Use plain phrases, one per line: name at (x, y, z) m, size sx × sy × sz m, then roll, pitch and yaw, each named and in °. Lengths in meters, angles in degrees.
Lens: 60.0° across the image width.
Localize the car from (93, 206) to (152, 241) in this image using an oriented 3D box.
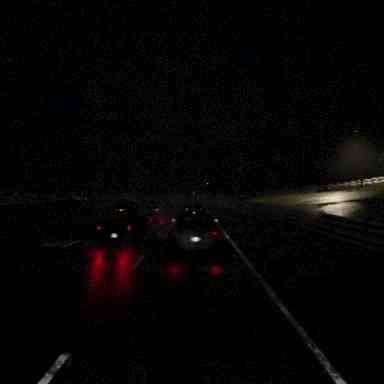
car at (-3.363, 1.593, 16.660) m, size 1.895 × 1.301 × 4.718 m, roll 0°, pitch 0°, yaw 0°

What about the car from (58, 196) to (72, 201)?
car at (-24.292, 1.542, 64.227) m, size 1.994 × 1.385 × 4.181 m, roll 0°, pitch 0°, yaw 0°

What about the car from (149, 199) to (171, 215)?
car at (-3.302, 1.476, 33.856) m, size 2.128 × 1.511 × 4.902 m, roll 0°, pitch 0°, yaw 0°

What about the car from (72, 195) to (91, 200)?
car at (-20.799, 1.343, 64.276) m, size 2.097 × 1.767 × 4.553 m, roll 0°, pitch 0°, yaw 0°

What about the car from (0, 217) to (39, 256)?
car at (-6.887, 1.520, 11.101) m, size 1.812 × 1.442 × 4.674 m, roll 0°, pitch 0°, yaw 0°

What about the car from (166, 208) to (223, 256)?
car at (0.123, 1.558, 13.182) m, size 1.994 × 1.385 × 4.181 m, roll 0°, pitch 0°, yaw 0°

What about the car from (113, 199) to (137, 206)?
car at (-6.800, 1.489, 33.993) m, size 1.837 × 1.490 × 4.892 m, roll 0°, pitch 0°, yaw 0°

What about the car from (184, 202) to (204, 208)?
car at (0.192, 1.587, 32.084) m, size 1.895 × 1.301 × 4.718 m, roll 0°, pitch 0°, yaw 0°

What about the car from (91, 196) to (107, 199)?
car at (-17.301, 1.549, 64.241) m, size 1.994 × 1.385 × 4.181 m, roll 0°, pitch 0°, yaw 1°
